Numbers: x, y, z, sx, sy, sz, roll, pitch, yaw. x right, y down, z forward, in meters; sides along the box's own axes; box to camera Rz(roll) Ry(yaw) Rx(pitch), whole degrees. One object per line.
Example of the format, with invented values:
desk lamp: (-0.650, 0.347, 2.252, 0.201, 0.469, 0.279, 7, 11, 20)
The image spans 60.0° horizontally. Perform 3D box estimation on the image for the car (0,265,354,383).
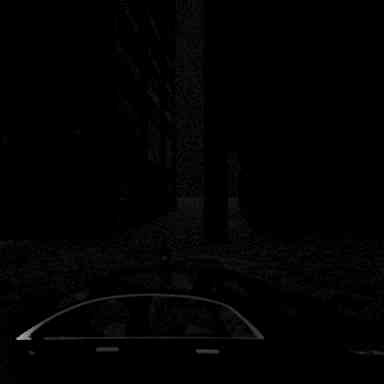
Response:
car: (-0.625, 1.557, 3.694, 4.403, 1.369, 2.008, 0, 0, 6)
